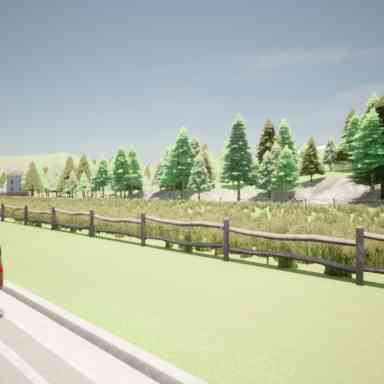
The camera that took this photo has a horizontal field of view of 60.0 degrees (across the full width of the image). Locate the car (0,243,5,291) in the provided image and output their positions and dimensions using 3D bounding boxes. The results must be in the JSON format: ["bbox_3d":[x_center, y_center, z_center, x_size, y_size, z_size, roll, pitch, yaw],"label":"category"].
[{"bbox_3d":[-5.861,1.222,6.994,5.566,2.045,2.150,0,0,43],"label":"car"}]
